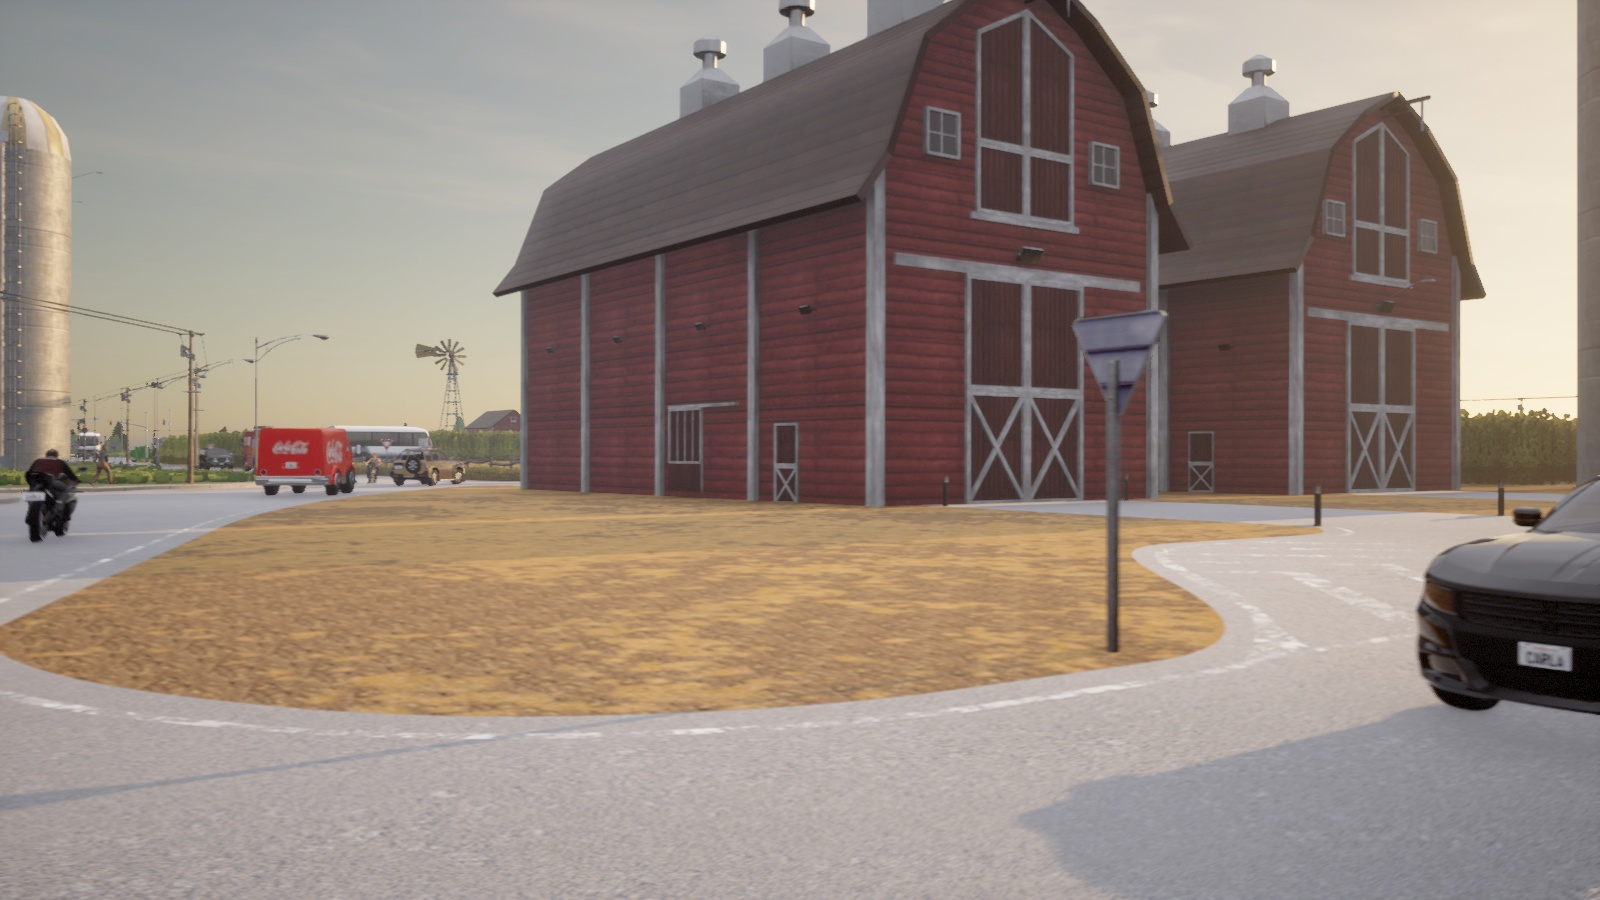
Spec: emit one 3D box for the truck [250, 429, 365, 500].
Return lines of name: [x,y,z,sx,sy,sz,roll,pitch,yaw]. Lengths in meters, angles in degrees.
truck: [-18.060,0.497,46.343,2.627,2.467,5.204,0,0,-5]

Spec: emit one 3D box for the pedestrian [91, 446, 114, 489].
pedestrian: [-29.991,0.746,53.987,0.540,1.848,0.694,0,0,41]

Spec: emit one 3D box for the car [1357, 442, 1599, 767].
car: [5.672,0.732,7.599,5.008,1.535,1.882,0,0,-35]

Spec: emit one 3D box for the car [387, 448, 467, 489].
car: [-18.044,0.891,60.943,1.932,1.855,4.605,-1,-1,8]

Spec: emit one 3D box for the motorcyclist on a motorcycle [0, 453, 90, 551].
motorcyclist on a motorcycle: [-12.543,0.823,20.893,0.866,1.530,2.191,0,0,-18]
